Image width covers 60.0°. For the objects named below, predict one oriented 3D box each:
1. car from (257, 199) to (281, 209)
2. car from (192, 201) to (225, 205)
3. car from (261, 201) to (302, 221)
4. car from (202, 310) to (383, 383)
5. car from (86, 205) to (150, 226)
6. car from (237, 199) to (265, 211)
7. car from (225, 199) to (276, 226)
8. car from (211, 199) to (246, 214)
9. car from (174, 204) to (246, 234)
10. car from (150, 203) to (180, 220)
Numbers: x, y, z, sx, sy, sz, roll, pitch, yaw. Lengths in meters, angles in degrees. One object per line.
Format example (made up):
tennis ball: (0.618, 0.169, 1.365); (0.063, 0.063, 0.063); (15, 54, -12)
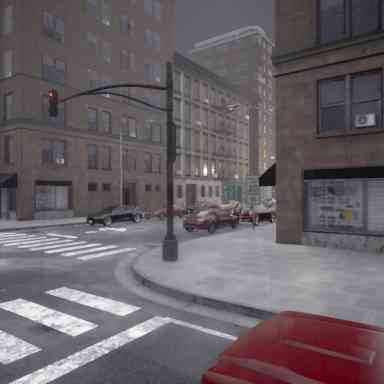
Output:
car: (10.682, 1.603, 46.017); (1.802, 1.307, 4.206); (0, 0, 36)
car: (1.040, 1.566, 32.560); (1.887, 1.381, 4.507); (0, 0, 36)
car: (7.663, 1.496, 28.026); (1.752, 1.417, 4.829); (0, 0, 36)
car: (2.320, 1.601, 2.034); (4.718, 1.301, 1.895); (0, 0, 36)
car: (-5.389, 1.591, 23.589); (1.947, 1.339, 4.313); (0, 0, 36)
car: (7.468, 1.601, 41.531); (1.802, 1.307, 4.206); (0, 0, 36)
car: (4.349, 1.412, 23.402); (1.967, 1.590, 4.097); (0, 0, 36)
car: (4.155, 1.545, 36.907); (1.752, 1.417, 4.829); (0, 0, 36)
car: (1.135, 1.556, 18.916); (1.802, 1.307, 4.206); (0, 0, 36)
car: (-2.174, 1.605, 28.075); (1.802, 1.307, 4.206); (0, 0, 36)
